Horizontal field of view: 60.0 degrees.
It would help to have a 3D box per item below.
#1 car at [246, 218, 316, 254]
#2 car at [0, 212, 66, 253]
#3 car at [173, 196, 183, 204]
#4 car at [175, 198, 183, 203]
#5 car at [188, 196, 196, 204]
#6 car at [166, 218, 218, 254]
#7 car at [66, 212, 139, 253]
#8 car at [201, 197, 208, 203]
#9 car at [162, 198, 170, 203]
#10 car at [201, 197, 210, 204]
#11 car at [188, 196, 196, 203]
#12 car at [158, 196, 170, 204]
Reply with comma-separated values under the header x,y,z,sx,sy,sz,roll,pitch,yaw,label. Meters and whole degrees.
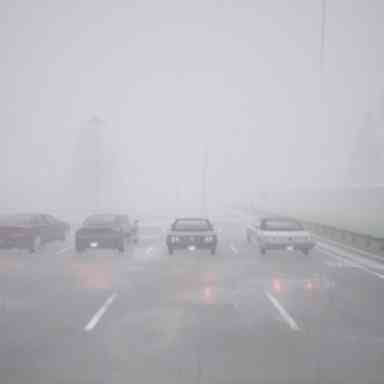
x,y,z,sx,sy,sz,roll,pitch,yaw,label
3.503,1.733,14.098,1.895,1.301,4.718,0,0,0,car
-6.990,1.613,14.475,1.882,1.535,5.008,0,0,0,car
-3.502,1.955,81.525,2.150,2.045,5.566,0,-1,0,car
-3.503,2.333,91.113,1.895,1.301,4.718,0,-1,0,car
-0.002,2.230,81.492,1.837,1.490,4.892,0,-1,0,car
0.003,1.733,14.098,1.895,1.301,4.718,0,0,0,car
-3.493,1.642,14.305,1.837,1.490,4.892,0,0,0,car
3.497,2.270,91.917,1.837,1.490,4.892,0,-1,0,car
-7.003,2.333,91.113,1.895,1.301,4.718,0,-1,0,car
3.498,2.230,81.493,1.837,1.490,4.892,0,-1,0,car
-0.003,1.995,91.949,2.150,2.045,5.566,0,-1,0,car
-7.002,1.955,81.525,2.150,2.045,5.566,0,-1,0,car
